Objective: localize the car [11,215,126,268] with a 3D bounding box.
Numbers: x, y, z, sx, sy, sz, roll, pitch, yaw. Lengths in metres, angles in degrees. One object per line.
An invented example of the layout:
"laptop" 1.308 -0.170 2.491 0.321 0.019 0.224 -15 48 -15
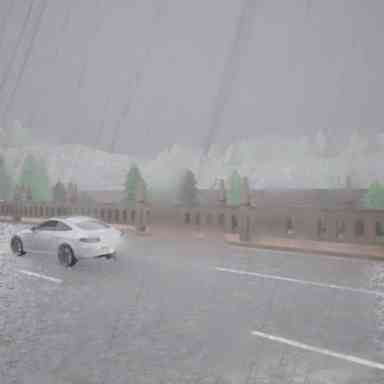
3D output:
"car" -4.265 1.530 11.335 4.674 1.442 1.812 0 0 36
